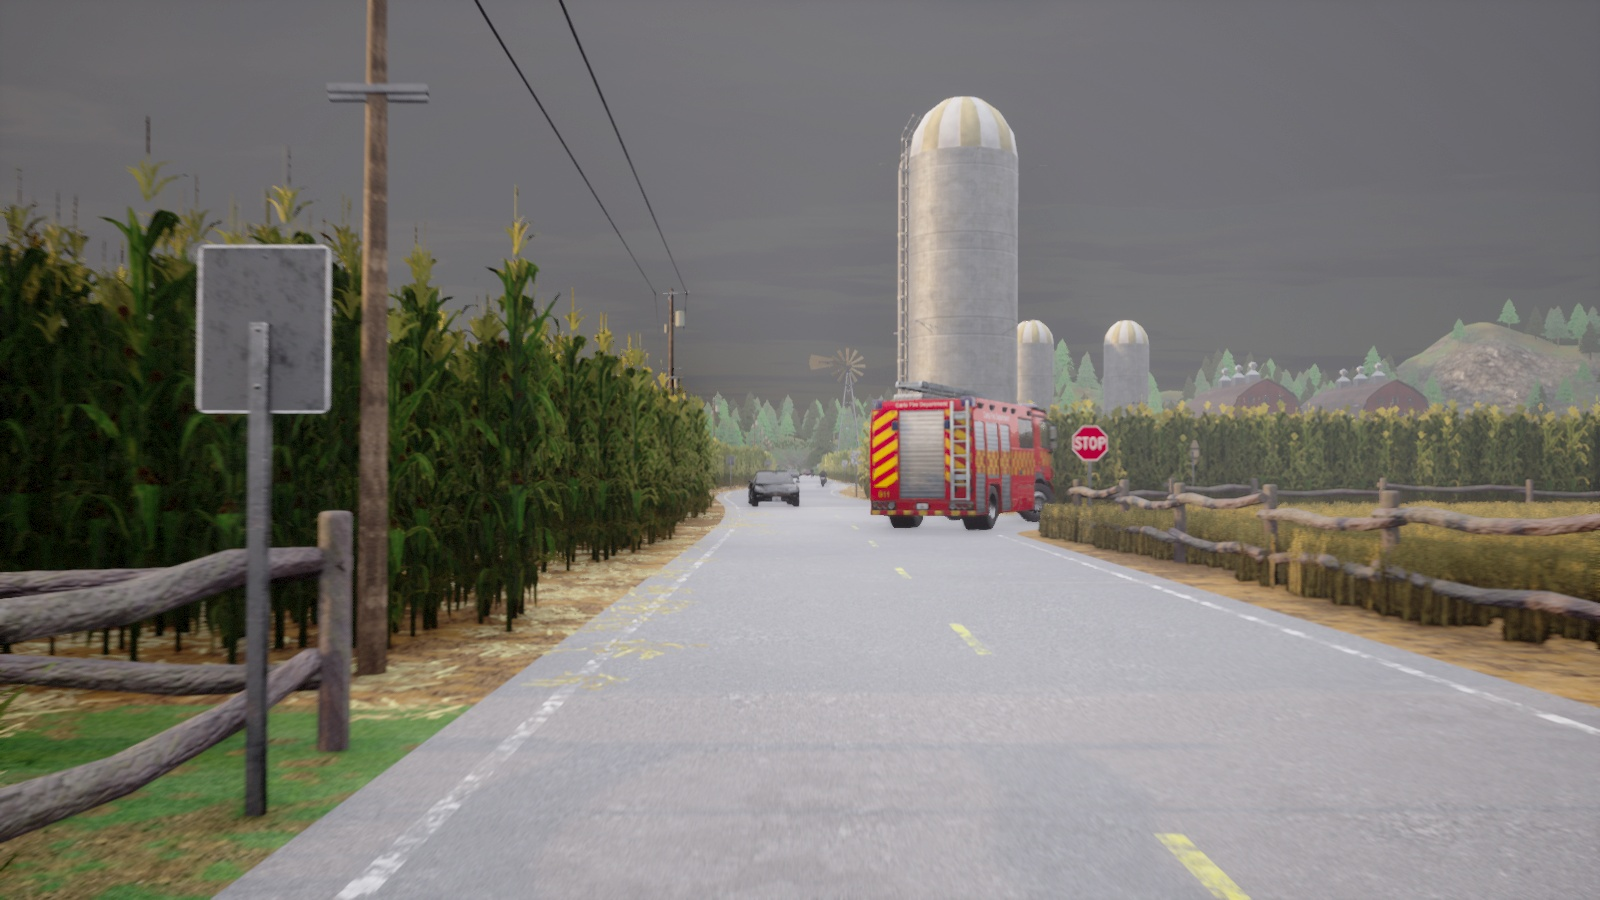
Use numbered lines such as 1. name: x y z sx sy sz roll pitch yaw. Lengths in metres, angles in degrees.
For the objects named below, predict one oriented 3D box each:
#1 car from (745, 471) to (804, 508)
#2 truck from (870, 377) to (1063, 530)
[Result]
1. car: -1.124 1.631 53.140 2.163 1.488 4.792 0 -1 -5
2. truck: 4.995 0.176 35.836 2.891 3.827 8.468 -1 -1 26
